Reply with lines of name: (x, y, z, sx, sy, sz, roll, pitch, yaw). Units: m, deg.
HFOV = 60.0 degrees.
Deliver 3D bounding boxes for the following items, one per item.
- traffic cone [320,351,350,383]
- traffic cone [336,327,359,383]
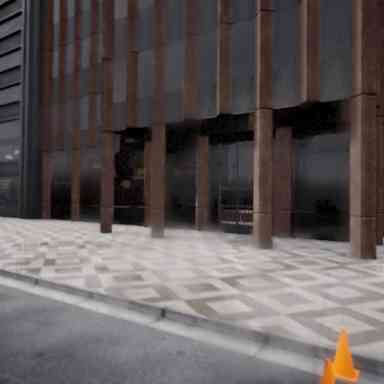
traffic cone: (1.405, 2.027, 3.452, 0.340, 0.580, 0.340, 0, -1, 33)
traffic cone: (1.948, 2.044, 4.291, 0.340, 0.580, 0.340, 0, -1, 33)
